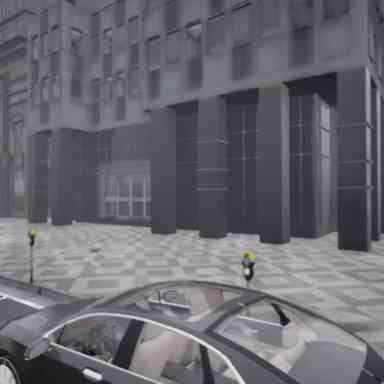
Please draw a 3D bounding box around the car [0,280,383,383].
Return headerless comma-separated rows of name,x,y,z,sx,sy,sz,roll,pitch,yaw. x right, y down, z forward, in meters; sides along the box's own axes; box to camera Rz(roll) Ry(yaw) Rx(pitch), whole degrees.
car,-0.274,1.569,3.156,4.403,1.369,2.008,-1,0,36
